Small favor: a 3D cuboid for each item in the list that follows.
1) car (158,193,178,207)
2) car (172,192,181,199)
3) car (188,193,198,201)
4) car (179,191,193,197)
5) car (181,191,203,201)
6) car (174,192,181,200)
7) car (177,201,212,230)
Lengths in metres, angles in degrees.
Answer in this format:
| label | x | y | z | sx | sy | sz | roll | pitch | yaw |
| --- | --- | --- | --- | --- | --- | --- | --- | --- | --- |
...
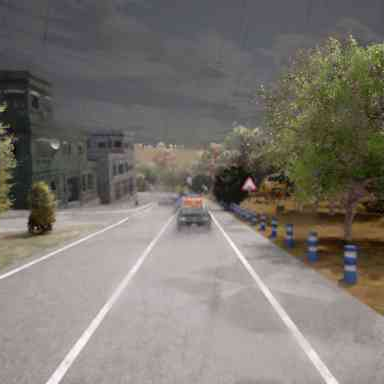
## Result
| label | x | y | z | sx | sy | sz | roll | pitch | yaw |
| --- | --- | --- | --- | --- | --- | --- | --- | --- | --- |
| car | -3.282 | 1.191 | 43.286 | 1.994 | 1.385 | 4.181 | 0 | 1 | 0 |
| car | -3.450 | 0.745 | 74.716 | 1.994 | 1.385 | 4.181 | 0 | 2 | -3 |
| car | 0.166 | 0.978 | 63.474 | 1.837 | 1.490 | 4.892 | 0 | 0 | 0 |
| car | -1.573 | 0.448 | 84.962 | 2.033 | 1.411 | 5.357 | -2 | 2 | -16 |
| car | 0.147 | 1.021 | 37.610 | 2.097 | 1.767 | 4.553 | 0 | 0 | 0 |
| car | -3.209 | 1.027 | 60.058 | 1.812 | 1.442 | 4.674 | 0 | 0 | 1 |
| car | 0.124 | 1.438 | 19.569 | 1.895 | 1.301 | 4.718 | 0 | 0 | 0 |
